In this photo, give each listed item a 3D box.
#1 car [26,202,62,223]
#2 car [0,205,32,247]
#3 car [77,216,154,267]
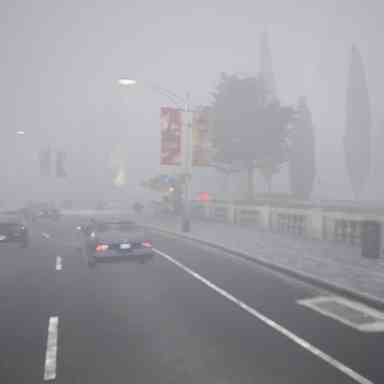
[{"bbox_3d":[-11.706,1.483,25.201,2.033,1.411,5.357,0,0,-43],"label":"car"},{"bbox_3d":[-7.998,1.479,14.140,1.812,1.442,4.674,1,0,-27],"label":"car"},{"bbox_3d":[-2.834,1.536,11.477,2.033,1.411,5.357,0,0,-23],"label":"car"}]
